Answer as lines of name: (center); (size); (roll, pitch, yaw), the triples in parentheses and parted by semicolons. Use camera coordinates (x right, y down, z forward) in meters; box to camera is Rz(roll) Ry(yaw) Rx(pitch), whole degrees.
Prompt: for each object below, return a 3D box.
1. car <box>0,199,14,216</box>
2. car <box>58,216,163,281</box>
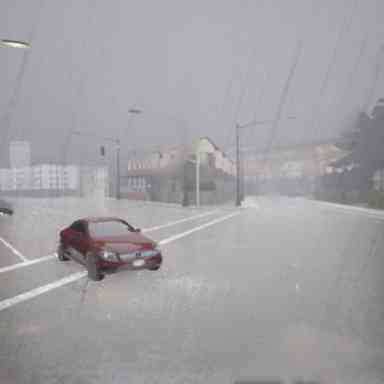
car: (-17.934, 1.407, 30.851); (2.033, 1.411, 5.357); (-1, 1, -36)
car: (-2.679, 1.489, 10.050); (1.812, 1.442, 4.674); (-1, 0, -36)
